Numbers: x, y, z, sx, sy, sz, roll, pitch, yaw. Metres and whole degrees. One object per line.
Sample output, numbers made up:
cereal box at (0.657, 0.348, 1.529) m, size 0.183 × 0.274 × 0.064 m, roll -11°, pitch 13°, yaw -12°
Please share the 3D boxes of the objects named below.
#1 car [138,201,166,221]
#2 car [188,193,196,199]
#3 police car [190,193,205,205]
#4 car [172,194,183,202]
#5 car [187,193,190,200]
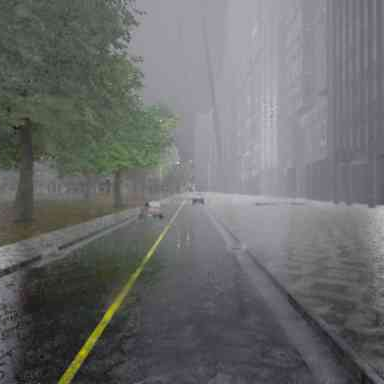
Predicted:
car at (-3.108, 1.437, 26.756) m, size 1.812 × 1.442 × 4.674 m, roll 0°, pitch 0°, yaw 0°
car at (-0.039, 1.009, 89.321) m, size 2.128 × 1.511 × 4.902 m, roll 0°, pitch 0°, yaw 0°
police car at (1.027, 1.208, 53.810) m, size 1.930 × 1.638 × 5.238 m, roll 0°, pitch 0°, yaw 0°
car at (-3.030, 1.181, 68.943) m, size 1.837 × 1.490 × 4.892 m, roll 0°, pitch 0°, yaw 0°
car at (-0.030, 1.119, 71.538) m, size 1.895 × 1.301 × 4.718 m, roll 0°, pitch 0°, yaw 0°
